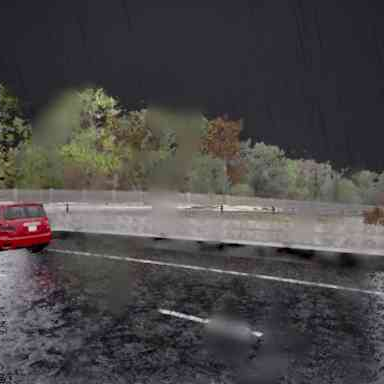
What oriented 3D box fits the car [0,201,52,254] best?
[{"bbox_3d":[-7.871,1.368,12.787,5.566,2.045,2.150,0,0,28],"label":"car"}]
